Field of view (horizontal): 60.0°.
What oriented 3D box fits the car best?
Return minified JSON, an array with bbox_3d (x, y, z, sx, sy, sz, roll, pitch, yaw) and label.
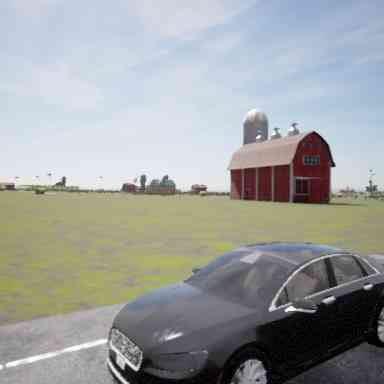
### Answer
[{"bbox_3d":[1.238,1.553,4.873,4.892,1.490,1.837,1,-1,-35],"label":"car"}]
